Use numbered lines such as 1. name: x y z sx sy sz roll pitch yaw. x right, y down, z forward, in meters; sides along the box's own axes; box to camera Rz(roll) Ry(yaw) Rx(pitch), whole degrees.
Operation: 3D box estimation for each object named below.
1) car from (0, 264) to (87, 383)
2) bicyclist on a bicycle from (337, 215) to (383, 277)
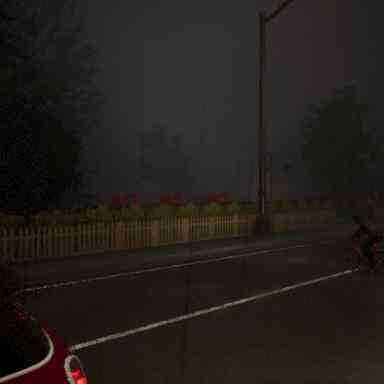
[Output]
1. car: -2.820 1.352 1.467 4.553 1.767 2.097 0 0 -41
2. bicyclist on a bicycle: 4.757 1.455 9.176 0.582 1.620 1.656 0 -2 -37
